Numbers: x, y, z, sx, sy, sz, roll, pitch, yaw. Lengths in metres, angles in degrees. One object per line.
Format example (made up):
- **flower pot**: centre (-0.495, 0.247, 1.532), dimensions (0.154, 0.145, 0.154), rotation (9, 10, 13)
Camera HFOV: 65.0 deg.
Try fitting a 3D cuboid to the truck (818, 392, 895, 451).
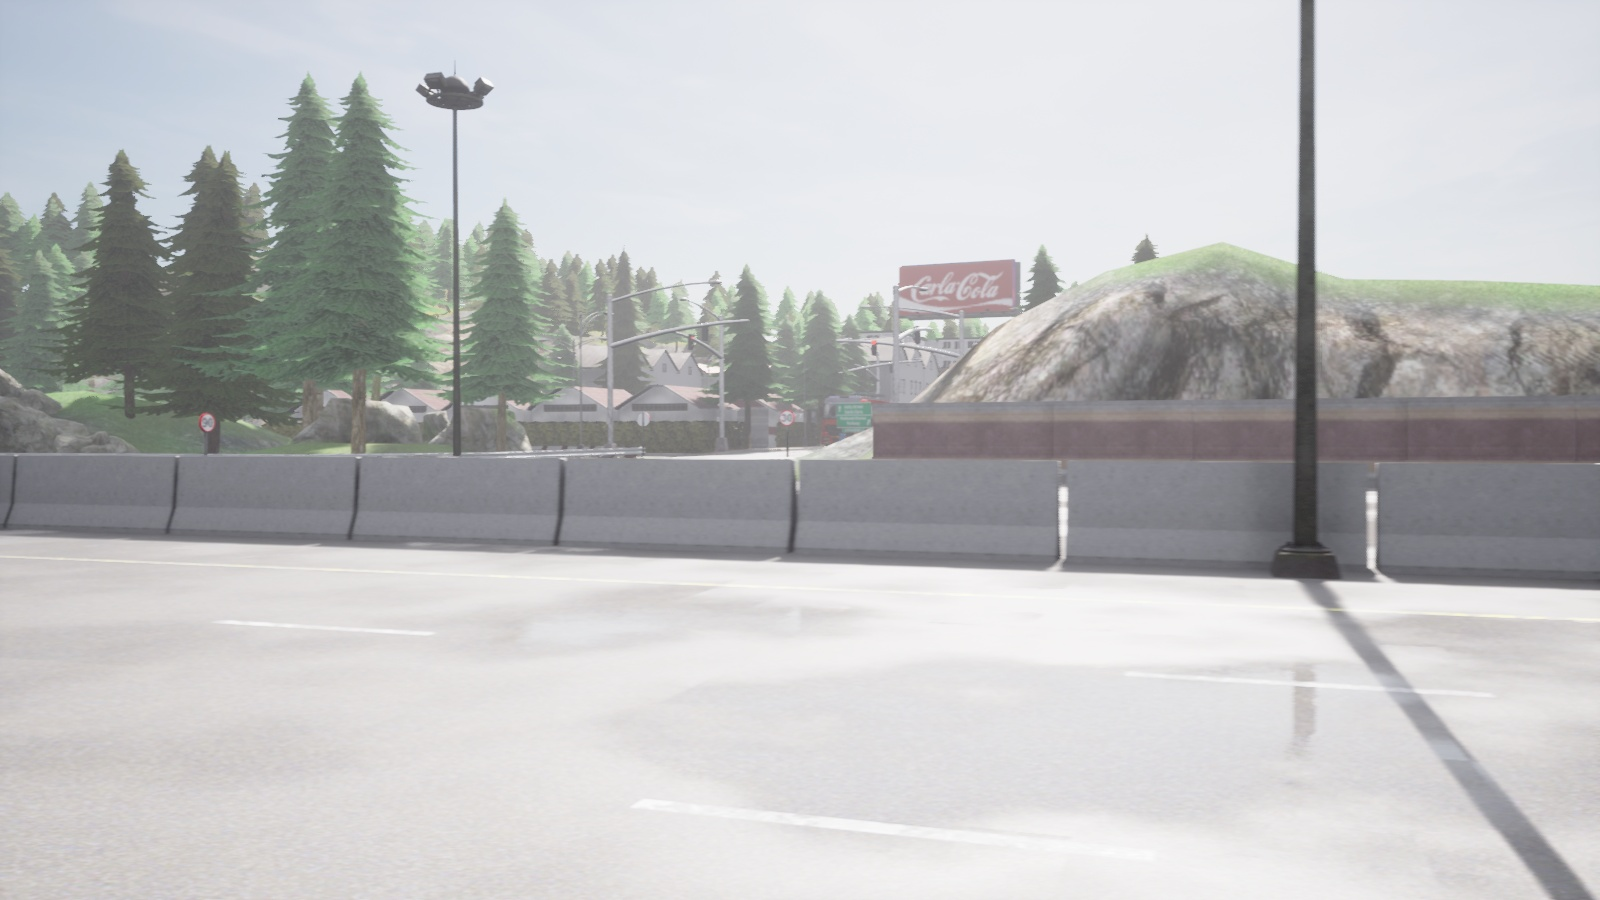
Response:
- **truck**: centre (3.940, -1.898, 85.052), dimensions (2.891, 3.827, 8.468), rotation (1, 1, 19)
